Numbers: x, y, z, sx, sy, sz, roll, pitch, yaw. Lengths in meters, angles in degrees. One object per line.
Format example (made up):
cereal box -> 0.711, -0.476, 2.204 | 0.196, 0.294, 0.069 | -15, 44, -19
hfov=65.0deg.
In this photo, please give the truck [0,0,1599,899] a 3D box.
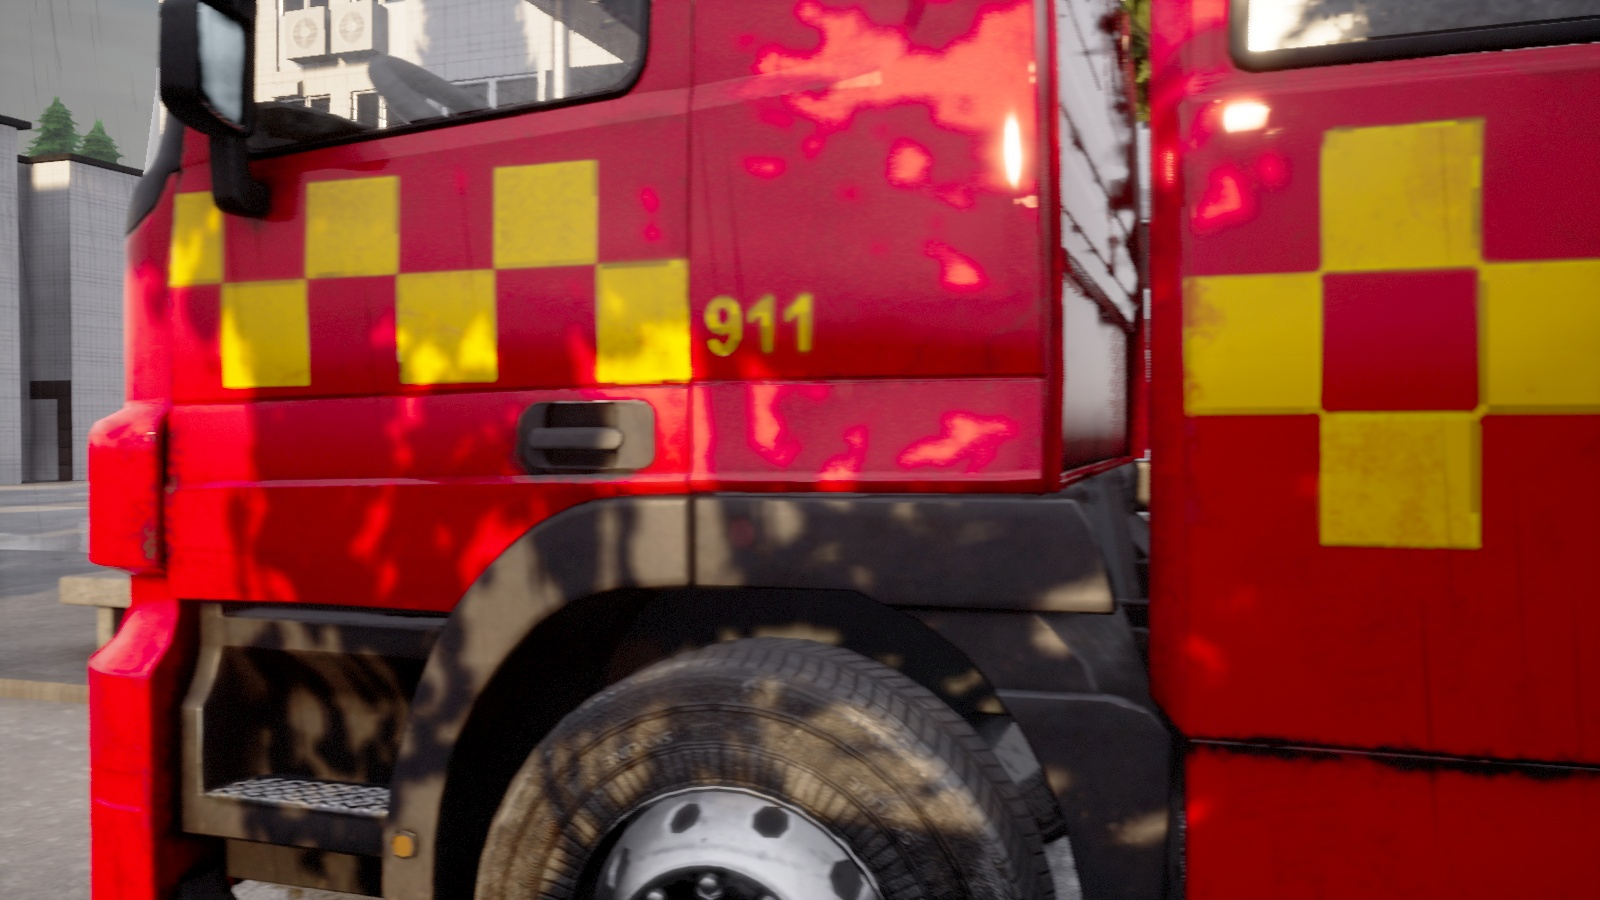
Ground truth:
truck -> 2.423, -0.375, 2.888 | 8.468, 3.827, 2.891 | 1, 1, 19
